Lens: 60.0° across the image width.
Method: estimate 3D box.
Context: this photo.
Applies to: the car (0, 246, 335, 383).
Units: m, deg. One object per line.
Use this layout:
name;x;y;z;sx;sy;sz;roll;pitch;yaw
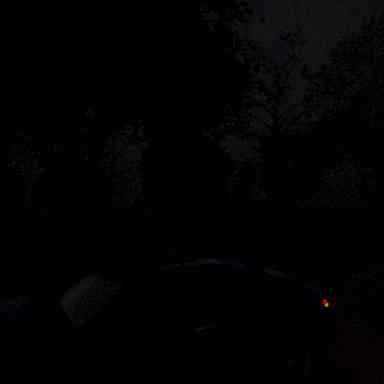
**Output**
car;-0.484;1.427;3.800;4.674;1.442;1.812;0;2;-25
